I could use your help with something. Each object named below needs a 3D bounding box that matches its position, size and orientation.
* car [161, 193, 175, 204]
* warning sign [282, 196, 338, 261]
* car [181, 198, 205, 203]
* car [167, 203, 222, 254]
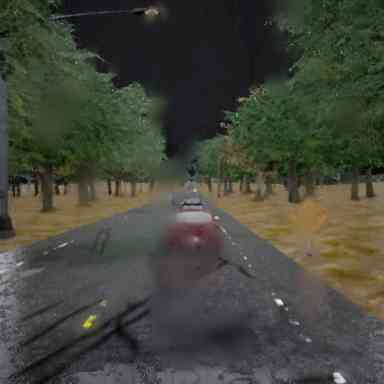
[{"bbox_3d":[-3.576,0.980,49.904,2.128,1.511,4.902,0,1,0],"label":"car"},{"bbox_3d":[3.555,1.067,10.138,1.300,1.860,1.060,0,1,0],"label":"warning sign"},{"bbox_3d":[0.072,1.253,27.528,2.128,1.511,4.902,0,1,0],"label":"car"},{"bbox_3d":[0.077,1.402,13.105,1.882,1.535,5.008,0,0,0],"label":"car"}]
